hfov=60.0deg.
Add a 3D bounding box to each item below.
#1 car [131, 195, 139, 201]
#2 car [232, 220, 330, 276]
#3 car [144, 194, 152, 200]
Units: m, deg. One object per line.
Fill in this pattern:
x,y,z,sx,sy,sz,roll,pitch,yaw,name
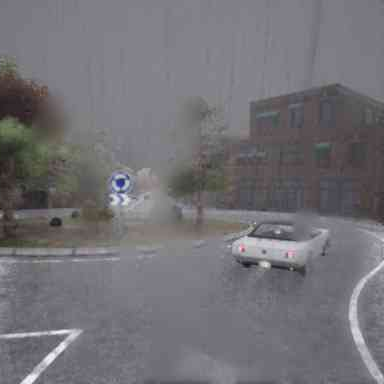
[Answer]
-13.878,1.364,79.996,1.895,1.301,4.718,0,1,-6,car
3.056,1.550,10.504,1.895,1.301,4.718,2,2,31,car
-10.789,1.209,81.758,1.812,1.442,4.674,0,1,-6,car
